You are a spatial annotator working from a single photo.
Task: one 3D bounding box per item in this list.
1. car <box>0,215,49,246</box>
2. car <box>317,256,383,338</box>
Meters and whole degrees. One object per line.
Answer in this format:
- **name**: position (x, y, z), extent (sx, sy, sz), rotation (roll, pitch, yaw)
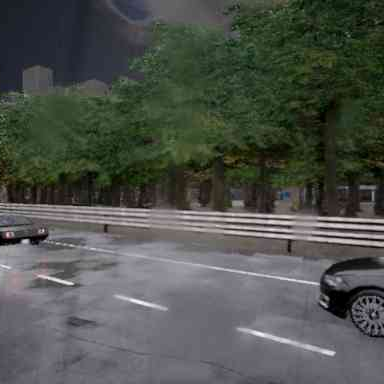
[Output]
- **car**: position (-8.166, 1.603, 14.003), extent (4.718, 1.301, 1.895), rotation (0, 0, 36)
- **car**: position (4.497, 1.493, 4.959), extent (4.902, 1.511, 2.128), rotation (0, 0, 35)
